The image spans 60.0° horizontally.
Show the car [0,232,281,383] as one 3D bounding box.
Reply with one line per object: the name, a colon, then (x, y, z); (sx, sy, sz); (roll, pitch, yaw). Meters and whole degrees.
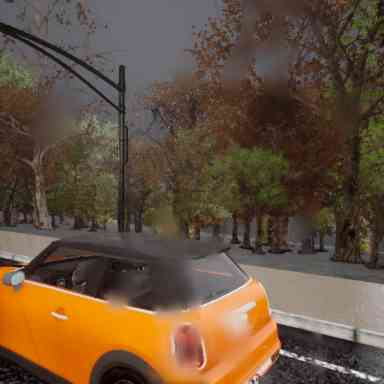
car: (-1.239, 1.351, 4.581); (4.553, 1.767, 2.097); (0, 0, 36)
